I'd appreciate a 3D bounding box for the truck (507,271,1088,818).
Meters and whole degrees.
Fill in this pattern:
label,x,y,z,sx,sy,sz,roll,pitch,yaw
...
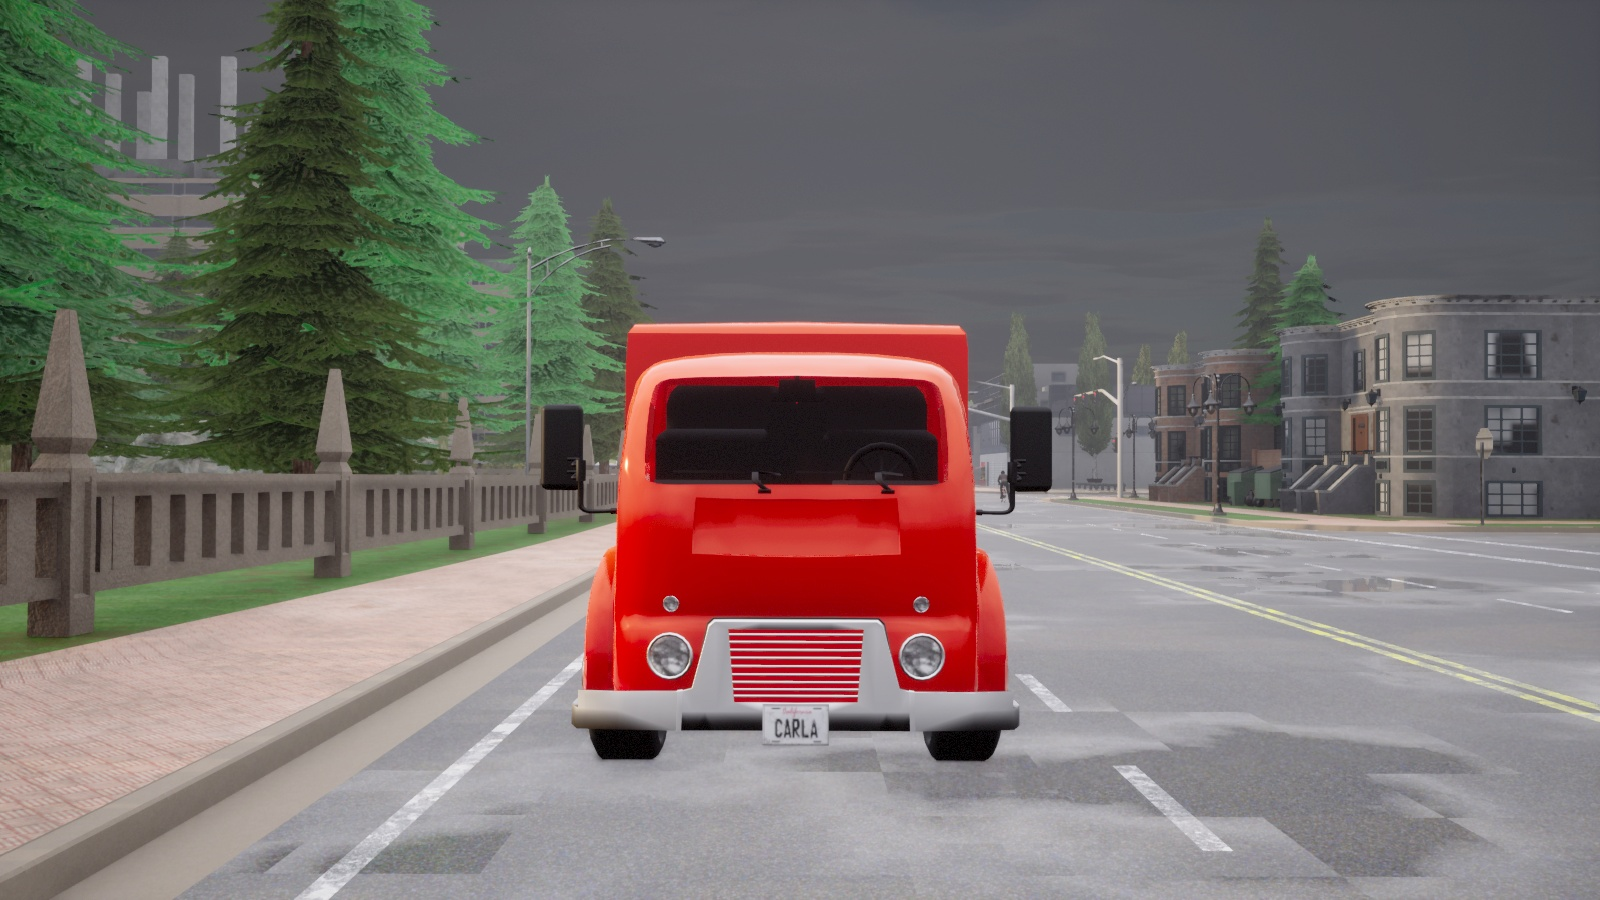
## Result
label,x,y,z,sx,sy,sz,roll,pitch,yaw
truck,-0.023,0.467,8.305,2.627,2.467,5.204,0,-1,0
